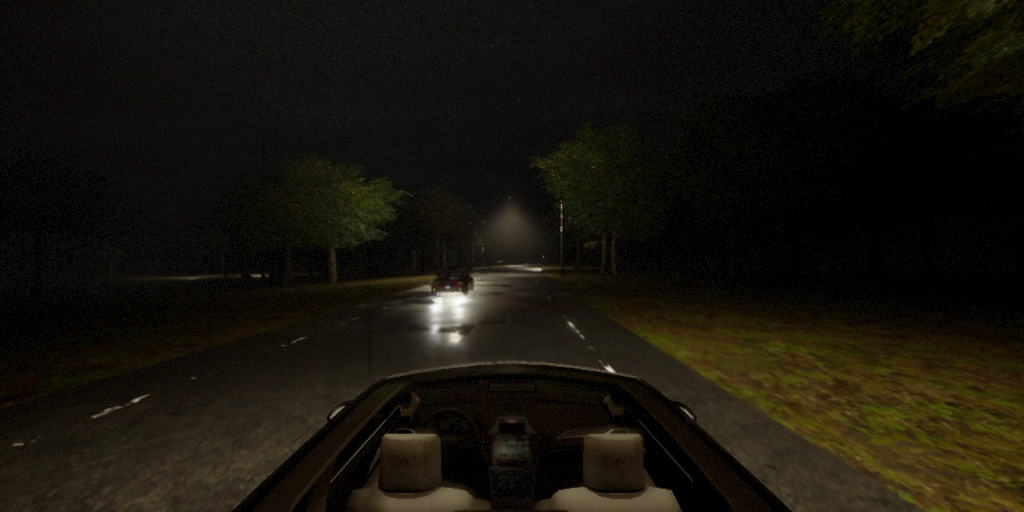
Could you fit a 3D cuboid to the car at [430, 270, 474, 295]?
[{"bbox_3d":[-3.375,1.486,20.960,1.994,1.385,4.181,0,-1,1],"label":"car"}]
